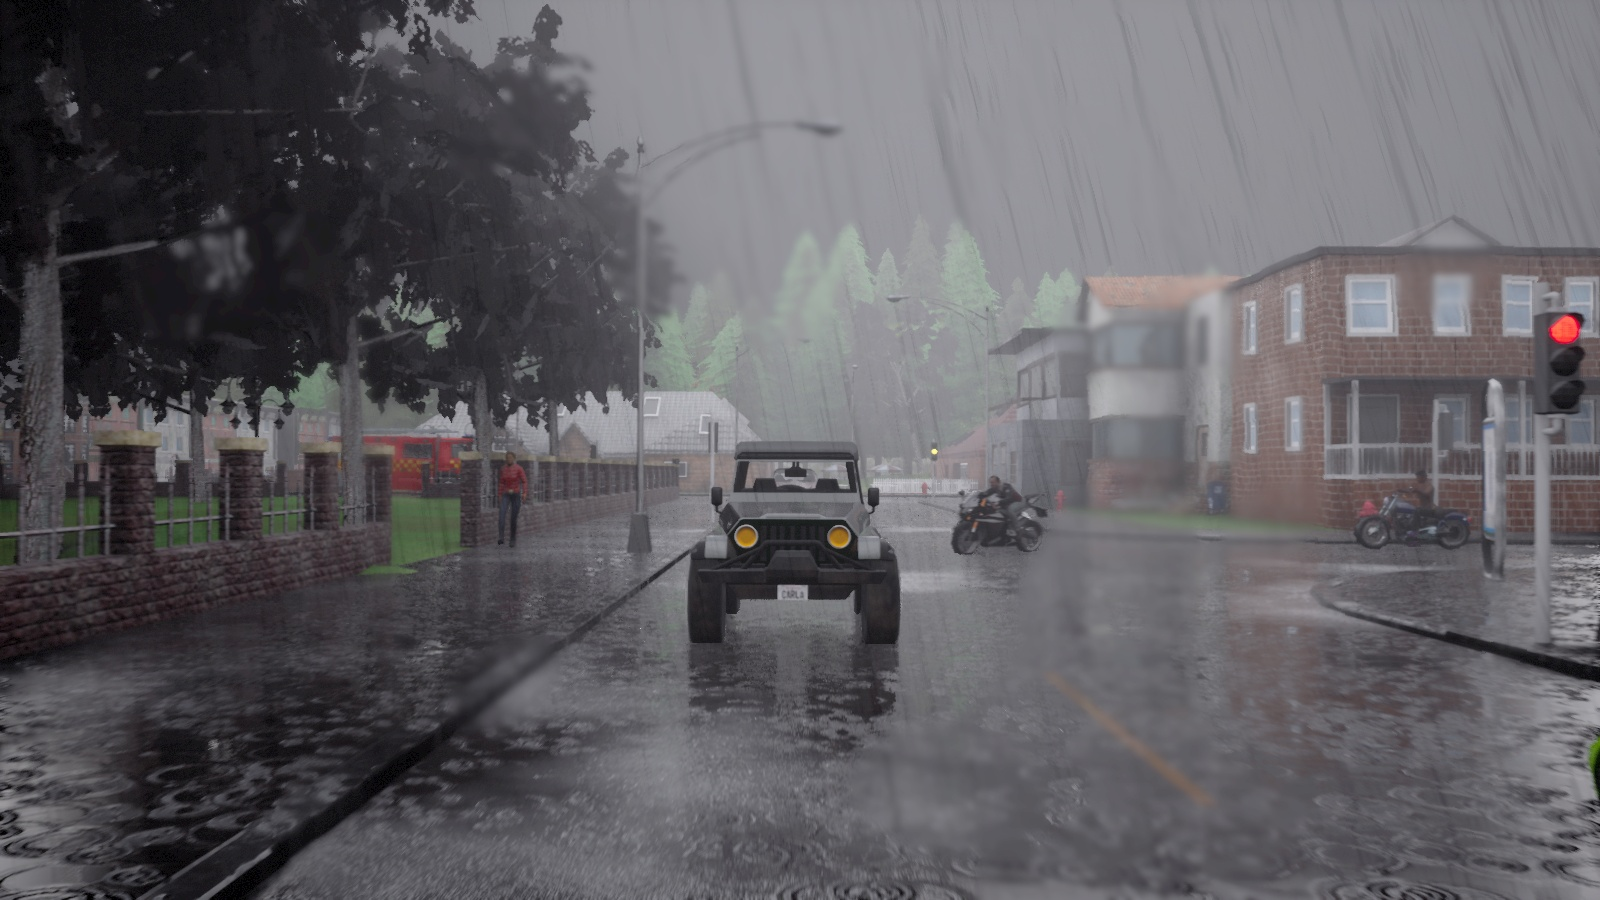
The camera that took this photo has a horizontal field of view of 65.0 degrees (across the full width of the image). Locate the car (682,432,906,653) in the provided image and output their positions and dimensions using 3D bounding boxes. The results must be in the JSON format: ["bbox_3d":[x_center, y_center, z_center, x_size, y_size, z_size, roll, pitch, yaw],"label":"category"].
[{"bbox_3d":[-0.038,0.823,12.688,1.905,1.878,3.866,0,-1,0],"label":"car"}]

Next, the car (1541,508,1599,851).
[{"bbox_3d":[3.985,0.927,4.380,1.481,1.376,2.207,0,-1,0],"label":"car"}]

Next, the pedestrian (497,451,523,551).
[{"bbox_3d":[-5.417,0.939,23.478,0.331,1.846,0.636,0,-1,0],"label":"pedestrian"}]

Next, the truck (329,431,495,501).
[{"bbox_3d":[-21.812,0.925,70.968,8.468,3.827,2.891,0,-1,-1],"label":"truck"}]

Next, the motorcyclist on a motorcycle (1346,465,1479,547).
[{"bbox_3d":[12.581,1.147,25.857,2.350,1.649,0.766,0,-1,0],"label":"motorcyclist on a motorcycle"}]

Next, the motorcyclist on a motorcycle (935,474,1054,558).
[{"bbox_3d":[3.745,1.238,24.089,2.191,1.530,0.866,0,0,-30],"label":"motorcyclist on a motorcycle"}]
